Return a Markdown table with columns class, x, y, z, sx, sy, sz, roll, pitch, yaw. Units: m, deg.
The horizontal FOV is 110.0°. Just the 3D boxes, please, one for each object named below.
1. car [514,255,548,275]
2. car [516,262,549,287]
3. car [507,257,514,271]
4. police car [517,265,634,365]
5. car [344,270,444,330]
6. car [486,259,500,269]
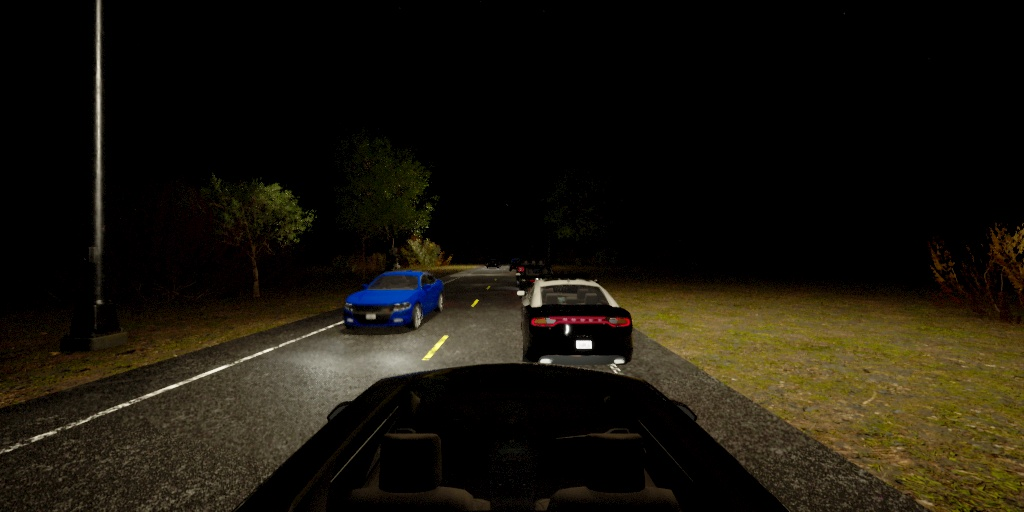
| class | x | y | z | sx | sy | sz | roll | pitch | yaw |
| --- | --- | --- | --- | --- | --- | --- | --- | --- | --- |
| car | 1.354 | 0.964 | 24.081 | 2.150 | 2.045 | 5.566 | 0 | 0 | 1 |
| car | 1.278 | 1.250 | 18.052 | 1.837 | 1.490 | 4.892 | 0 | 0 | 1 |
| car | 0.630 | 1.234 | 46.583 | 1.812 | 1.442 | 4.674 | 0 | 0 | 1 |
| police car | 1.152 | 1.174 | 8.163 | 1.930 | 1.638 | 5.238 | 0 | 0 | 1 |
| car | -3.458 | 1.225 | 11.359 | 1.882 | 1.535 | 5.008 | 0 | 0 | 1 |
| car | -2.902 | 1.198 | 54.761 | 1.837 | 1.490 | 4.892 | 0 | 0 | 1 |
